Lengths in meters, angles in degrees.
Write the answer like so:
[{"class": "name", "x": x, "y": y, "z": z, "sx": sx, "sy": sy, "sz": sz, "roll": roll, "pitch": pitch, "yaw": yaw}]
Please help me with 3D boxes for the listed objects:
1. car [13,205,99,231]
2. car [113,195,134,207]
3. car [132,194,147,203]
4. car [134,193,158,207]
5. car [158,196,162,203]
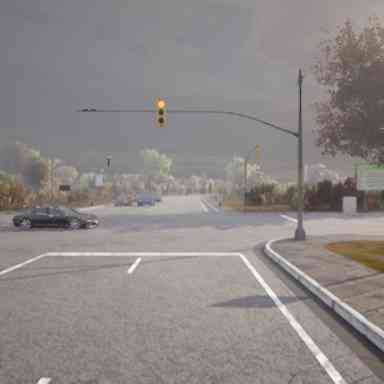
[{"class": "car", "x": -8.113, "y": 1.574, "z": 20.032, "sx": 4.892, "sy": 1.490, "sz": 1.837, "roll": 0, "pitch": 0, "yaw": 3}, {"class": "car", "x": -10.583, "y": 1.314, "z": 51.055, "sx": 2.097, "sy": 1.767, "sz": 4.553, "roll": 0, "pitch": 0, "yaw": 0}, {"class": "car", "x": -10.512, "y": 1.303, "z": 66.883, "sx": 2.097, "sy": 1.767, "sz": 4.553, "roll": 0, "pitch": 0, "yaw": 0}, {"class": "car", "x": -7.081, "y": 1.182, "z": 51.566, "sx": 2.150, "sy": 2.045, "sz": 5.566, "roll": 0, "pitch": 0, "yaw": 1}, {"class": "car", "x": -7.010, "y": 1.496, "z": 66.992, "sx": 2.033, "sy": 1.411, "sz": 5.357, "roll": 0, "pitch": 0, "yaw": 0}]
